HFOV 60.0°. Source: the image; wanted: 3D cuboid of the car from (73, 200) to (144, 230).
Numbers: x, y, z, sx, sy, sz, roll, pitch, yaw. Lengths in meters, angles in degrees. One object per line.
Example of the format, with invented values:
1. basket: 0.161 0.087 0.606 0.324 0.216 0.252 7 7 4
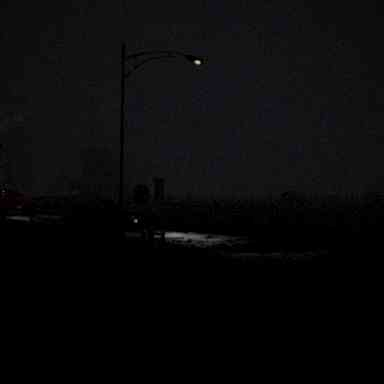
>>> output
1. car: -4.813 1.218 18.906 4.902 1.511 2.128 1 0 39

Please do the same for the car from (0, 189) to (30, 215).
1. car: -15.536 0.775 27.778 5.566 2.045 2.150 1 0 41
